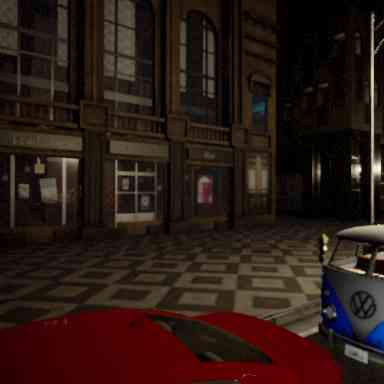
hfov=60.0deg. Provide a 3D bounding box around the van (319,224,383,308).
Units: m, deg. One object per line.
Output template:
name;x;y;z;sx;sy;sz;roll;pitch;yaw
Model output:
van;3.625;1.363;5.072;3.998;1.788;1.690;0;0;-35

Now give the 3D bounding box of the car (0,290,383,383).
car;-0.970;1.545;1.836;4.507;1.381;1.887;0;0;-35
